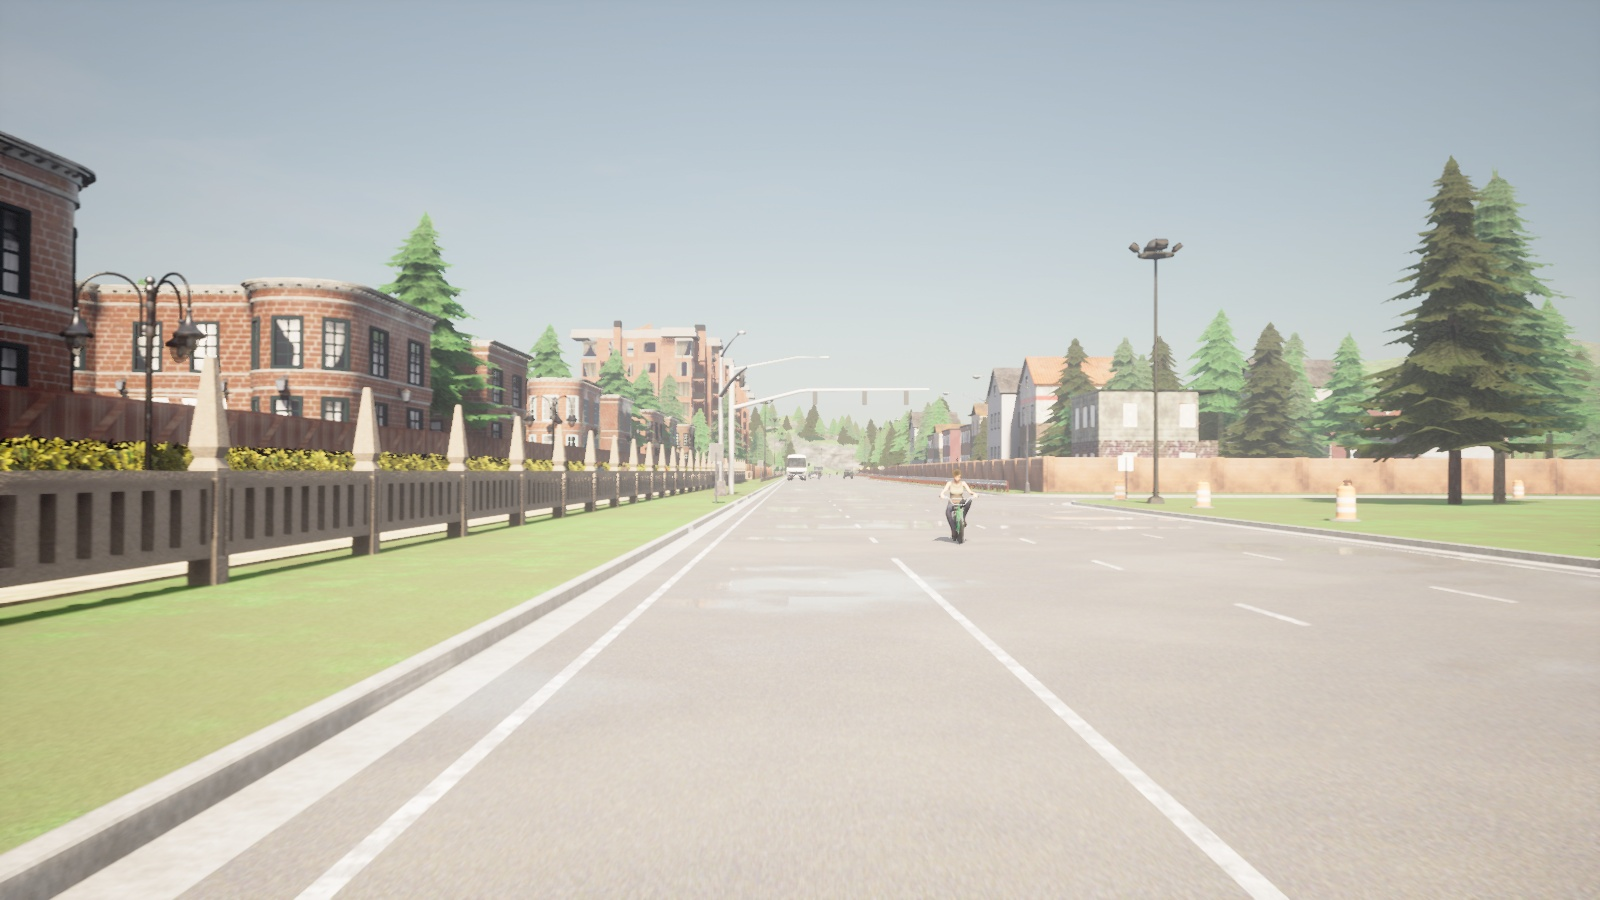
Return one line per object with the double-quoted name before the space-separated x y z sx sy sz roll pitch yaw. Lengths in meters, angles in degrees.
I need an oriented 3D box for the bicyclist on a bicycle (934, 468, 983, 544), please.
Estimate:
"bicyclist on a bicycle" 3.437 1.194 27.287 0.866 1.612 1.509 0 -1 0
